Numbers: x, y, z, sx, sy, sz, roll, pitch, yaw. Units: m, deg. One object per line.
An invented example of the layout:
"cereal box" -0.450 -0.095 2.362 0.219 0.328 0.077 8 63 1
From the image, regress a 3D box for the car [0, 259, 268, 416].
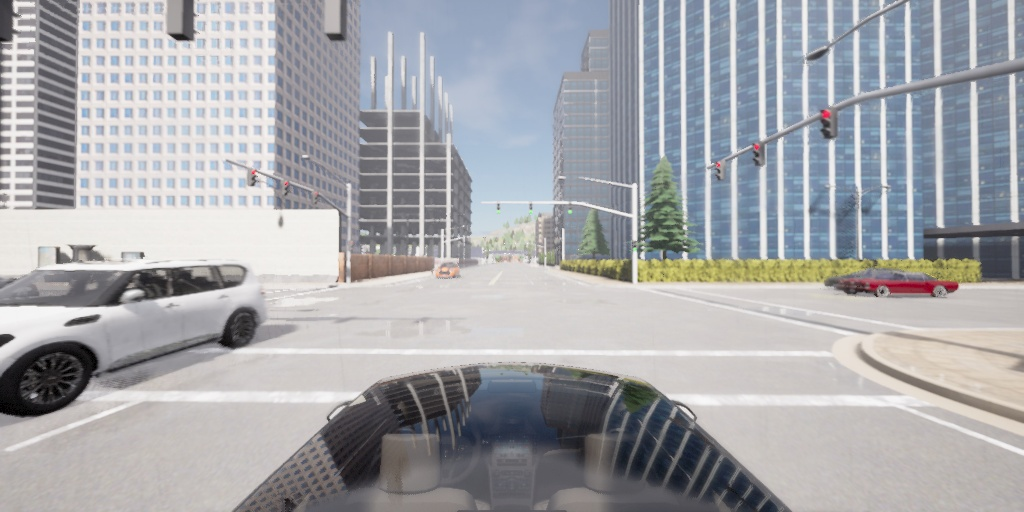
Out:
"car" -6.997 1.082 6.399 2.150 2.045 5.566 0 0 0

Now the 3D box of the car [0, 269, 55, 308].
"car" -23.426 1.351 15.372 4.902 1.511 2.128 0 -1 0

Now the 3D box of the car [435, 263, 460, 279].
"car" -7.001 1.511 39.292 2.097 1.767 4.553 0 -1 0

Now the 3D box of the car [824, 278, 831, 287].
"car" 22.888 1.498 22.472 5.357 1.411 2.033 0 -1 0

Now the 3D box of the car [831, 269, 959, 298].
"car" 20.223 1.508 18.977 4.718 1.301 1.895 0 -1 0
